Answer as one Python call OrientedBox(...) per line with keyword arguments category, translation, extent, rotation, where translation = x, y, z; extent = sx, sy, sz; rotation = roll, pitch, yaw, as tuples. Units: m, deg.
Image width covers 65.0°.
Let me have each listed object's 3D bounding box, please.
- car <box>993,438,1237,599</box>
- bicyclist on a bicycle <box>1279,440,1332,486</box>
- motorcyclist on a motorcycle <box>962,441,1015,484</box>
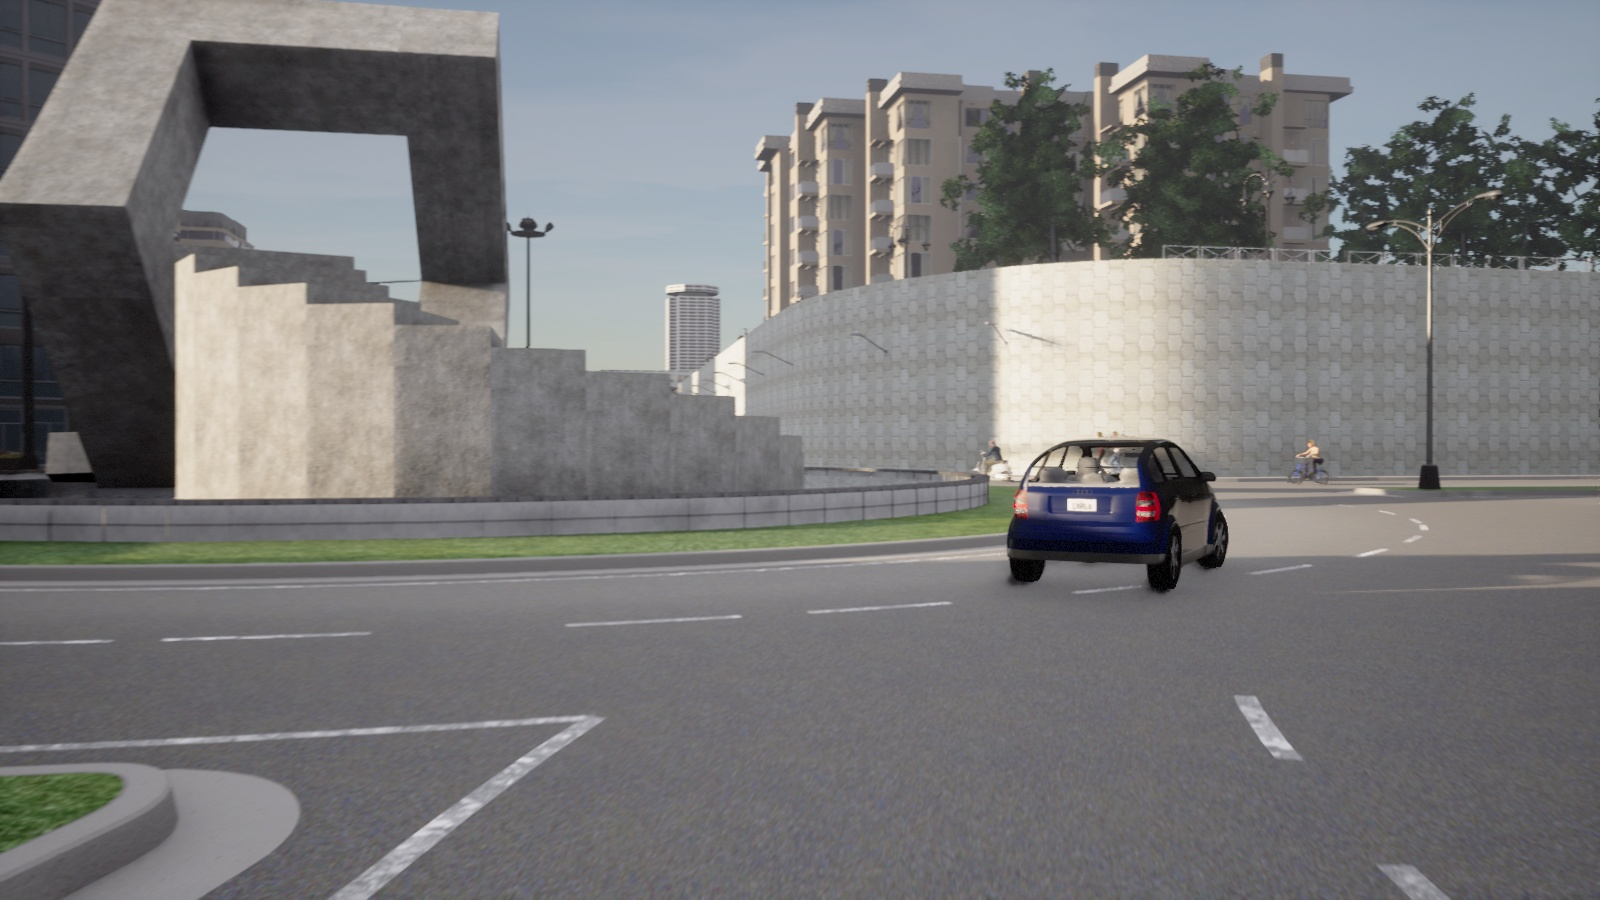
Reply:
OrientedBox(category="car", translation=(3.664, 0.652, 14.128), extent=(1.789, 1.549, 3.705), rotation=(0, 0, 29))
OrientedBox(category="bicyclist on a bicycle", translation=(17.868, 0.465, 44.434), extent=(1.509, 1.612, 0.866), rotation=(0, 0, -7))
OrientedBox(category="motorcyclist on a motorcycle", translation=(7.127, 0.445, 47.437), extent=(1.817, 1.590, 0.866), rotation=(0, 1, 44))
